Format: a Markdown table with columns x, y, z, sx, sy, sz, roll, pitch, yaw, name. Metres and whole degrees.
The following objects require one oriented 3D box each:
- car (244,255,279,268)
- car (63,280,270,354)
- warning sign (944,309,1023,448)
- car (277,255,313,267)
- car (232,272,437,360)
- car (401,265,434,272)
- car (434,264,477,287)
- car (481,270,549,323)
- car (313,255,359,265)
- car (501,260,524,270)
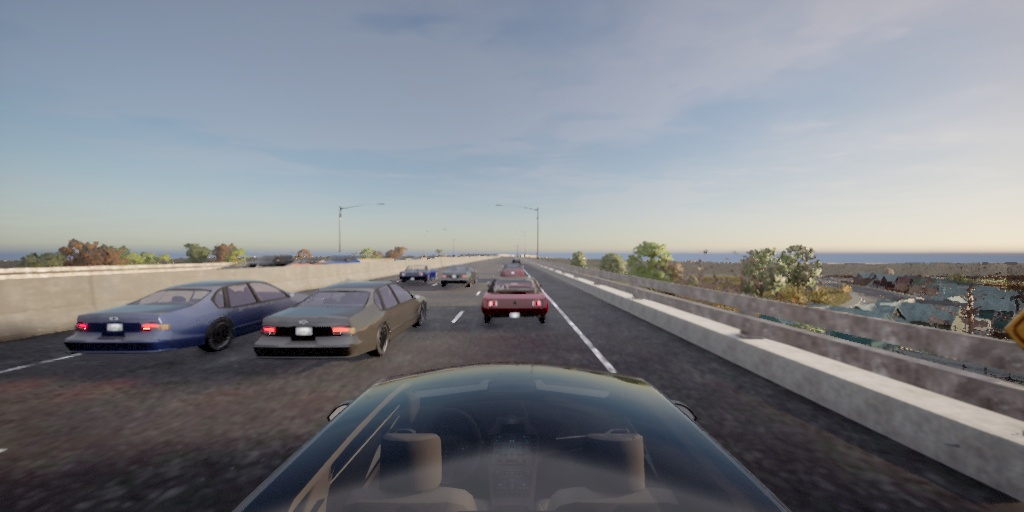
| x | y | z | sx | sy | sz | roll | pitch | yaw | name |
| --- | --- | --- | --- | --- | --- | --- | --- | --- | --- |
| -24.632 | 0.911 | 36.771 | 2.150 | 2.045 | 5.566 | 0 | 0 | 0 | car |
| -6.924 | 1.286 | 8.766 | 2.033 | 1.411 | 5.357 | 0 | 0 | 0 | car |
| 4.547 | 0.864 | 2.879 | 1.300 | 1.860 | 1.060 | 0 | 0 | 0 | warning sign |
| -21.130 | 1.043 | 36.435 | 2.097 | 1.767 | 4.553 | 0 | 0 | 0 | car |
| -3.425 | 1.286 | 8.422 | 2.033 | 1.411 | 5.357 | 0 | 0 | 0 | car |
| -6.938 | 1.307 | 27.234 | 1.895 | 1.301 | 4.718 | 0 | 0 | 0 | car |
| -3.442 | 1.260 | 23.799 | 2.033 | 1.411 | 5.357 | 0 | 0 | 0 | car |
| 0.080 | 1.333 | 12.089 | 1.895 | 1.301 | 4.718 | 0 | 0 | 0 | car |
| -17.632 | 0.910 | 36.866 | 2.150 | 2.045 | 5.566 | 0 | 0 | 0 | car |
| 0.061 | 1.267 | 29.602 | 1.994 | 1.385 | 4.181 | 0 | 0 | 0 | car |
